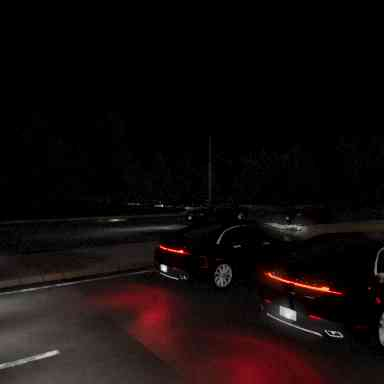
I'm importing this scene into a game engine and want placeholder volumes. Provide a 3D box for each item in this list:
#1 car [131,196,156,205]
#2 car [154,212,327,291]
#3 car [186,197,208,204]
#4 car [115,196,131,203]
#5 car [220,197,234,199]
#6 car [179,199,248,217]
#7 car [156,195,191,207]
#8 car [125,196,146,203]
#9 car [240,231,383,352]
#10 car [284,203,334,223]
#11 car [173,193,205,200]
[{"bbox_3d":[-8.360,1.601,57.968,1.895,1.301,4.718,0,0,-35],"label":"car"},{"bbox_3d":[1.336,1.505,9.049,4.892,1.490,1.837,0,0,-35],"label":"car"},{"bbox_3d":[0.910,1.601,63.065,1.895,1.301,4.718,0,0,-35],"label":"car"},{"bbox_3d":[-14.131,1.491,66.311,2.128,1.511,4.902,0,0,-35],"label":"car"},{"bbox_3d":[6.124,1.526,55.603,1.812,1.442,4.674,0,0,-35],"label":"car"},{"bbox_3d":[1.866,1.492,23.715,4.902,1.511,2.128,0,0,-35],"label":"car"},{"bbox_3d":[-2.869,1.547,50.104,2.033,1.411,5.357,0,0,-35],"label":"car"},{"bbox_3d":[-11.764,1.540,69.062,2.033,1.411,5.357,0,0,-35],"label":"car"},{"bbox_3d":[3.368,1.505,6.200,4.892,1.490,1.837,0,0,-35],"label":"car"},{"bbox_3d":[8.424,1.525,24.055,4.674,1.442,1.812,0,0,-35],"label":"car"},{"bbox_3d":[-0.105,1.221,52.242,2.150,2.045,5.566,0,0,-36],"label":"car"}]
